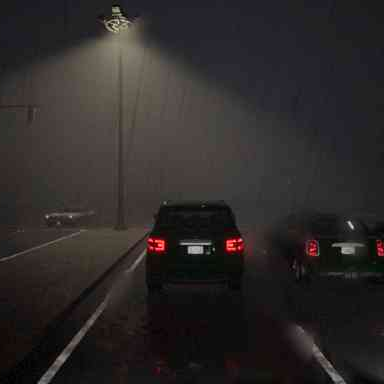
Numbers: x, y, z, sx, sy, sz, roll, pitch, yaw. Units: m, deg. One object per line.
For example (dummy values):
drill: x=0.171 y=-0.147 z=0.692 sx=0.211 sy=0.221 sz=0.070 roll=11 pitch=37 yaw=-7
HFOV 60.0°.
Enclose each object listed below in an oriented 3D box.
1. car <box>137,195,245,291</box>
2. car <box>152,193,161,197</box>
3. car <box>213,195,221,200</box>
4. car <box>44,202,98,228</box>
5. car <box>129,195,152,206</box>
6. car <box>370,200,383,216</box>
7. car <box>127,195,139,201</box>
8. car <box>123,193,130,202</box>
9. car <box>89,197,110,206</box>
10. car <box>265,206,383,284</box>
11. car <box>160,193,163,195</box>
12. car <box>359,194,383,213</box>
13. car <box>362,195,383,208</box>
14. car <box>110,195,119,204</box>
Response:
car: x=0.072 y=1.221 z=9.156 sx=2.150 sy=2.045 sz=5.566 roll=0 pitch=0 yaw=0
car: x=-8.055 y=1.547 z=68.891 sx=2.033 sy=1.411 sz=5.357 roll=0 pitch=0 yaw=0
car: x=7.169 y=1.552 z=95.156 sx=1.994 sy=1.385 sz=4.181 roll=0 pitch=0 yaw=1
car: x=-8.118 y=1.601 z=22.442 sx=1.895 sy=1.301 sz=4.718 roll=0 pitch=0 yaw=0
car: x=-8.135 y=1.491 z=53.270 sx=2.128 sy=1.511 sz=4.902 roll=0 pitch=0 yaw=0
car: x=20.725 y=1.547 z=32.627 sx=5.357 sy=1.411 sz=2.033 roll=0 pitch=0 yaw=1
car: x=-15.033 y=1.522 z=84.993 sx=2.128 sy=1.511 sz=4.902 roll=0 pitch=0 yaw=0
car: x=-15.059 y=1.225 z=73.107 sx=2.150 sy=2.045 sz=5.566 roll=0 pitch=0 yaw=0
car: x=-15.132 y=1.564 z=53.327 sx=1.994 sy=1.385 sz=4.181 roll=0 pitch=0 yaw=0
car: x=3.571 y=1.352 z=9.723 sx=2.097 sy=1.767 sz=4.553 roll=0 pitch=0 yaw=0
car: x=-8.060 y=1.224 z=80.558 sx=2.150 sy=2.045 sz=5.566 roll=0 pitch=0 yaw=0
car: x=21.514 y=1.222 z=36.117 sx=5.566 sy=2.045 sz=2.150 roll=0 pitch=0 yaw=1
car: x=7.071 y=1.221 z=8.849 sx=2.150 sy=2.045 sz=5.566 roll=0 pitch=0 yaw=0
car: x=-15.101 y=1.601 z=62.388 sx=1.895 sy=1.301 sz=4.718 roll=0 pitch=0 yaw=0
